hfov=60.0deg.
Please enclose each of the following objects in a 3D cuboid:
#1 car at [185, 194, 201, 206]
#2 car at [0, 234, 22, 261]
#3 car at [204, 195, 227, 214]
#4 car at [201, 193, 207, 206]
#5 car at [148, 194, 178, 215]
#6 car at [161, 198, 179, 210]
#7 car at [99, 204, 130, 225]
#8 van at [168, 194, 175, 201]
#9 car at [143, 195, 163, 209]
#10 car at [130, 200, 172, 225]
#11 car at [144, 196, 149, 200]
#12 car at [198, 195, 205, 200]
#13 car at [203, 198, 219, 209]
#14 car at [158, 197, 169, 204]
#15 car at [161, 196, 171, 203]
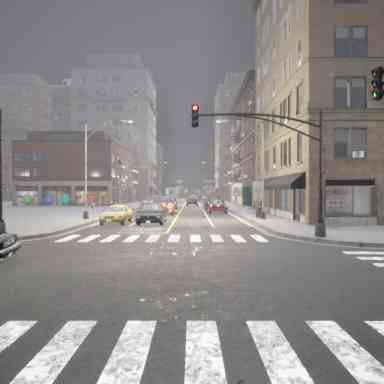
[{"bbox_3d":[0.018,1.508,53.993,1.837,1.490,4.892,0,0,0],"label":"car"},{"bbox_3d":[-7.626,1.571,9.565,4.718,1.301,1.895,0,0,-12],"label":"car"},{"bbox_3d":[2.648,1.441,35.374,1.967,1.590,4.097,0,0,0],"label":"car"},{"bbox_3d":[2.650,1.317,41.036,2.192,1.841,5.009,0,0,0],"label":"car"},{"bbox_3d":[-2.841,1.353,33.814,2.097,1.767,4.553,0,0,0],"label":"car"},{"bbox_3d":[-2.831,1.550,44.222,2.033,1.411,5.357,0,0,0],"label":"car"},{"bbox_3d":[-5.381,1.526,23.883,1.752,1.417,4.829,0,0,0],"label":"car"},{"bbox_3d":[-5.359,1.349,86.334,1.690,1.788,3.998,0,0,0],"label":"van"},{"bbox_3d":[-5.373,1.317,46.701,2.192,1.841,5.009,0,0,0],"label":"car"},{"bbox_3d":[-2.841,1.548,24.166,2.033,1.411,5.357,0,0,0],"label":"car"},{"bbox_3d":[-5.375,1.552,41.039,2.008,1.369,4.403,0,0,0],"label":"car"},{"bbox_3d":[2.668,1.575,91.993,1.947,1.339,4.313,0,0,0],"label":"car"},{"bbox_3d":[2.652,1.568,46.698,1.947,1.339,4.313,0,0,0],"label":"car"},{"bbox_3d":[-5.367,1.586,63.687,1.802,1.307,4.206,0,0,0],"label":"car"},{"bbox_3d":[-5.365,1.530,69.179,1.752,1.417,4.829,0,0,0],"label":"car"}]
